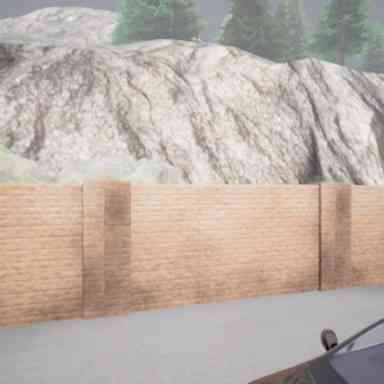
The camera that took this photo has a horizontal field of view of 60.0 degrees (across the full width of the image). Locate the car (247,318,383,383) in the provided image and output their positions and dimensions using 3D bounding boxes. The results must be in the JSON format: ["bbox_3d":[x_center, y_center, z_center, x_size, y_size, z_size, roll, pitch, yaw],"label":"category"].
[{"bbox_3d":[2.066,1.483,1.963,4.902,1.511,2.128,0,0,-19],"label":"car"}]
